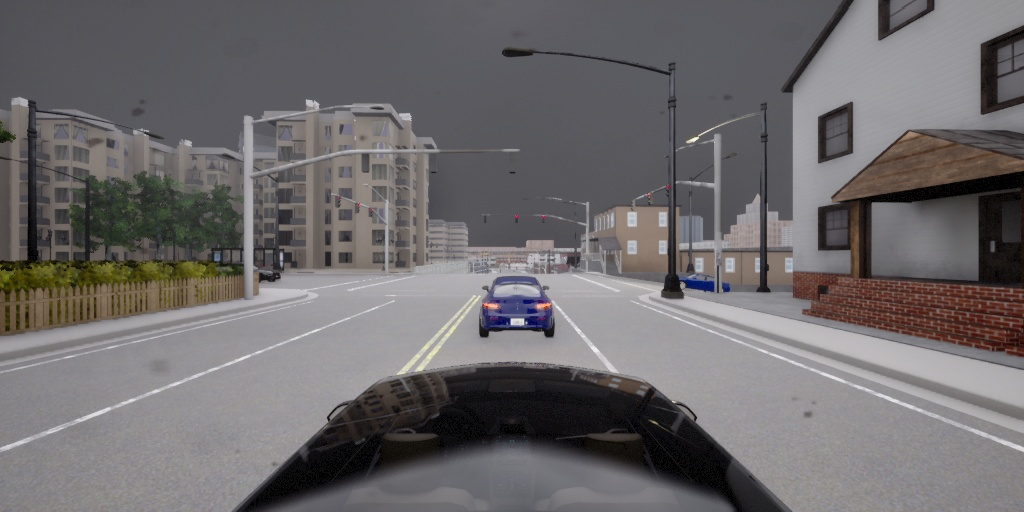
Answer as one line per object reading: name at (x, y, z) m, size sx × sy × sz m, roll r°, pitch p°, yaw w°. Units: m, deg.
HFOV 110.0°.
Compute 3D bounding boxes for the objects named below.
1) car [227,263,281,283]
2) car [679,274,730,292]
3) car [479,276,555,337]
car at (-19.880, 1.255, 26.647) m, size 4.892 × 1.490 × 1.837 m, roll 0°, pitch 0°, yaw 1°
car at (15.384, 2.209, 29.825) m, size 5.008 × 1.535 × 1.882 m, roll 9°, pitch 0°, yaw 1°
car at (0.112, 1.276, 10.145) m, size 1.812 × 1.442 × 4.674 m, roll 0°, pitch 0°, yaw 0°
